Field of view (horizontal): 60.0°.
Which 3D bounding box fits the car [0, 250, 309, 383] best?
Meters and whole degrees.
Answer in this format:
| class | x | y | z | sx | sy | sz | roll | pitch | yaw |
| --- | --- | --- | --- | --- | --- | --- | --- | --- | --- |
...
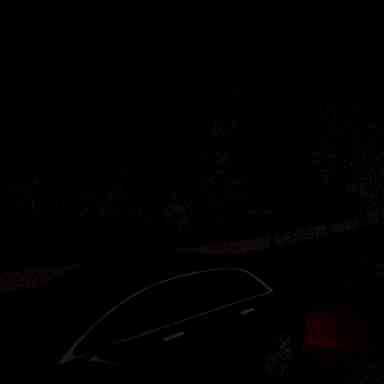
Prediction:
| class | x | y | z | sx | sy | sz | roll | pitch | yaw |
| --- | --- | --- | --- | --- | --- | --- | --- | --- | --- |
| car | -0.645 | 1.518 | 3.737 | 4.892 | 1.490 | 1.837 | 0 | 0 | -38 |
